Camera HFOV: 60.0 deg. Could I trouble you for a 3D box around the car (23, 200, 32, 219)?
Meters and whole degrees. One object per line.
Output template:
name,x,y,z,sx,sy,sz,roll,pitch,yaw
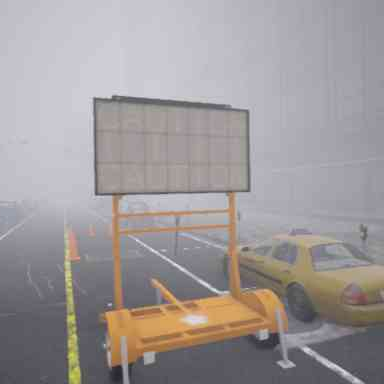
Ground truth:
car,-15.988,1.702,29.996,1.947,1.339,4.313,-1,0,-21

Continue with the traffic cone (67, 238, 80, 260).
traffic cone,-3.962,1.955,11.174,0.340,0.580,0.340,-1,0,-21

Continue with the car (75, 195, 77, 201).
car,-26.409,1.482,80.382,2.192,1.841,5.009,-1,0,-21

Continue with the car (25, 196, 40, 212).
car,-20.072,1.615,40.510,1.967,1.590,4.097,-1,0,-21

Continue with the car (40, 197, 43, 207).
car,-22.110,1.740,45.767,1.887,1.381,4.507,-1,0,-21

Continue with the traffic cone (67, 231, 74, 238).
traffic cone,-4.686,1.957,13.038,0.340,0.580,0.340,-1,0,-21

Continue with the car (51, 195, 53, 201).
car,-36.398,1.693,82.563,2.192,1.841,5.009,-1,0,-21

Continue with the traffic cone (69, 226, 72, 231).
traffic cone,-5.410,1.959,14.903,0.340,0.580,0.340,-1,0,-21

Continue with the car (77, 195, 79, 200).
car,-24.362,1.701,75.125,1.947,1.339,4.313,-1,0,-21

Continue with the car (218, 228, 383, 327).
car,2.100,1.430,6.973,1.752,1.417,4.829,-1,0,-20

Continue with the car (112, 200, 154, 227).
car,-3.958,1.370,22.553,1.967,1.590,4.097,-1,0,-21

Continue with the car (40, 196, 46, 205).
car,-26.190,1.819,56.281,1.802,1.307,4.206,-1,0,-21

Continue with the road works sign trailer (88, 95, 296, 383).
road works sign trailer,-0.270,0.429,5.100,2.380,3.560,2.880,-1,0,-21

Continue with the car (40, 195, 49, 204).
car,-30.211,1.808,66.635,1.752,1.417,4.829,-1,0,-21

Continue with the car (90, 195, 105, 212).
car,-10.083,1.292,38.324,2.192,1.841,5.009,-1,0,-21

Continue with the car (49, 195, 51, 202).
car,-32.317,1.629,72.048,2.192,1.841,5.009,-1,0,-21

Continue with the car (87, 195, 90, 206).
car,-12.123,1.312,43.581,2.192,1.841,5.009,-1,0,-21

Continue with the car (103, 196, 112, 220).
car,-5.998,1.383,27.810,1.967,1.590,4.097,-1,0,-21

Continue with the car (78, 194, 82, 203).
car,-22.322,1.687,69.869,1.802,1.307,4.206,-1,0,-21

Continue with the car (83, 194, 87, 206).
car,-16.202,1.478,54.097,1.967,1.590,4.097,-1,0,-21

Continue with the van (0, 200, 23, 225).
van,-13.951,1.462,24.739,1.690,1.788,3.998,-1,0,-21
